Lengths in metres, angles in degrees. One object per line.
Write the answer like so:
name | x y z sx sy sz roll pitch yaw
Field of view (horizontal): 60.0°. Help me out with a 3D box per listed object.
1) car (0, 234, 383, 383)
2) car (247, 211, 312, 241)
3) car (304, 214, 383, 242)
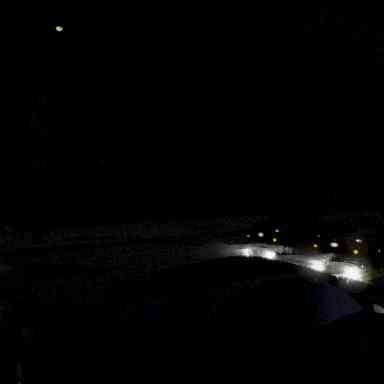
car | 0.760 1.547 3.968 5.357 1.411 2.033 0 0 -36
car | 4.446 1.563 14.799 4.181 1.385 1.994 0 0 -35
car | 6.332 1.563 12.152 4.181 1.385 1.994 0 0 -35
